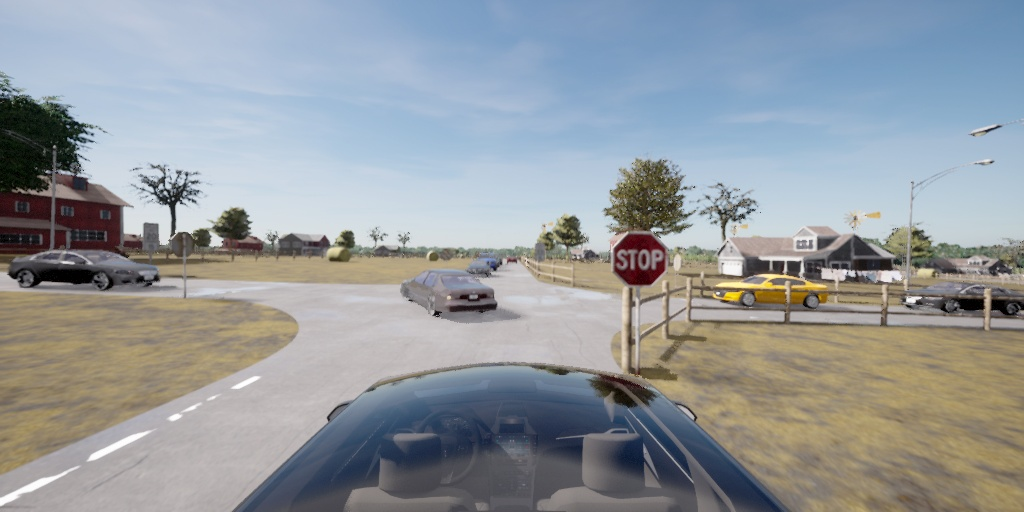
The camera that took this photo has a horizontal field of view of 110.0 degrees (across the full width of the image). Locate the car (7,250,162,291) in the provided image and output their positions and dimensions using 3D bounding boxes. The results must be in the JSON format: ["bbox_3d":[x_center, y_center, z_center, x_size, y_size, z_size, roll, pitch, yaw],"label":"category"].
[{"bbox_3d":[-17.255,0.525,14.646,4.902,1.511,2.128,2,0,0],"label":"car"}]

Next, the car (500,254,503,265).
[{"bbox_3d":[-2.834,0.735,51.409,2.097,1.767,4.553,0,0,0],"label":"car"}]

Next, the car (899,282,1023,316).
[{"bbox_3d":[22.098,2.037,17.658,4.902,1.511,2.128,2,0,0],"label":"car"}]

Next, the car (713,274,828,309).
[{"bbox_3d":[12.561,1.644,17.589,5.008,1.535,1.882,2,0,-2],"label":"car"}]

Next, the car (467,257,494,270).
[{"bbox_3d":[-2.851,1.051,31.387,1.812,1.442,4.674,0,0,0],"label":"car"}]

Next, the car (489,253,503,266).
[{"bbox_3d":[-2.770,0.535,62.104,2.150,2.045,5.566,0,0,1],"label":"car"}]

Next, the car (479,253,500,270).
[{"bbox_3d":[-2.838,0.673,41.347,2.150,2.045,5.566,0,0,0],"label":"car"}]

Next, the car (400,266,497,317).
[{"bbox_3d":[-2.485,1.177,12.986,2.033,1.411,5.357,2,2,-32],"label":"car"}]

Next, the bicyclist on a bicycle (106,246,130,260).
[{"bbox_3d":[-22.617,0.253,20.624,0.582,1.620,1.656,2,0,0],"label":"bicyclist on a bicycle"}]
